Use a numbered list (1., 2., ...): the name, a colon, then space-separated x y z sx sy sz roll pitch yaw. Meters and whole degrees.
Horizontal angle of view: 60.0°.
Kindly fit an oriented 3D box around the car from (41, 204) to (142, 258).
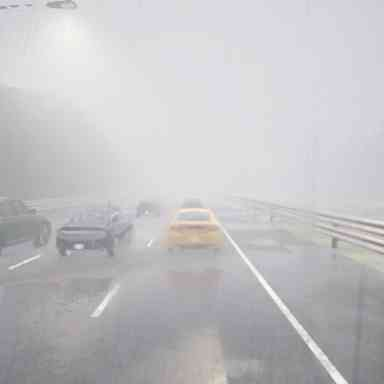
1. car: -3.424 1.424 12.538 2.128 1.511 4.902 0 1 0

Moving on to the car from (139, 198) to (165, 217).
1. car: -3.417 1.266 27.746 1.837 1.490 4.892 0 1 0

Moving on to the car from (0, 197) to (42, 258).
1. car: -6.930 1.166 11.445 2.150 2.045 5.566 0 1 0

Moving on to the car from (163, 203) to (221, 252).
1. car: 0.080 1.402 13.437 1.882 1.535 5.008 0 0 0

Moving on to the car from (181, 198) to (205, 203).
1. car: 0.082 1.267 27.690 1.837 1.490 4.892 0 1 0

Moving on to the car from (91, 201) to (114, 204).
1. car: -6.928 1.380 26.188 1.895 1.301 4.718 0 1 0
